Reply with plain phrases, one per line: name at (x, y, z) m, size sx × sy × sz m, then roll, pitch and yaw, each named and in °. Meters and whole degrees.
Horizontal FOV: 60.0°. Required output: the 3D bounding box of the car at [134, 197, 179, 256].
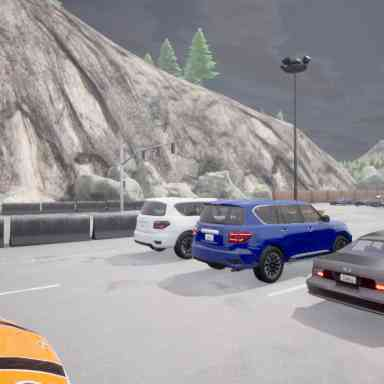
car at (0.525, 1.221, 12.797) m, size 5.566 × 2.045 × 2.150 m, roll 0°, pitch 0°, yaw -36°

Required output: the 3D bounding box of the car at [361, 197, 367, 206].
car at (25.384, 1.421, 48.437) m, size 4.181 × 1.385 × 1.994 m, roll 0°, pitch 0°, yaw -36°

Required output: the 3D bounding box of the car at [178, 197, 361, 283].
car at (2.550, 1.221, 9.920) m, size 5.566 × 2.045 × 2.150 m, roll 0°, pitch 0°, yaw -38°

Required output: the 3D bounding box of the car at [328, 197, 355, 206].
car at (22.915, 1.423, 50.967) m, size 4.181 × 1.385 × 1.994 m, roll 0°, pitch 0°, yaw -36°

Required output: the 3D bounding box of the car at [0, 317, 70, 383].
car at (-2.939, 1.350, 1.644) m, size 4.553 × 1.767 × 2.097 m, roll 0°, pitch 0°, yaw -36°

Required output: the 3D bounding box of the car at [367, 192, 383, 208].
car at (25.923, 1.216, 44.504) m, size 4.553 × 1.767 × 2.097 m, roll -1°, pitch 0°, yaw -36°

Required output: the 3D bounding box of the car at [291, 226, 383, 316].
car at (4.740, 1.547, 7.213) m, size 5.357 × 1.411 × 2.033 m, roll 0°, pitch 0°, yaw -36°
